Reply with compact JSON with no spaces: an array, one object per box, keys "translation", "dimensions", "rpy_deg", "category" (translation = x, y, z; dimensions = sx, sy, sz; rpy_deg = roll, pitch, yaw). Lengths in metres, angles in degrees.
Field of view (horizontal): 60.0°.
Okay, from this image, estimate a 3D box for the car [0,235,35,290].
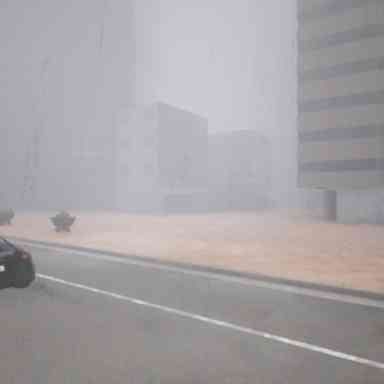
[{"translation":[-5.656,1.568,8.025],"dimensions":[4.181,1.385,1.994],"rpy_deg":[0,0,36],"category":"car"}]
